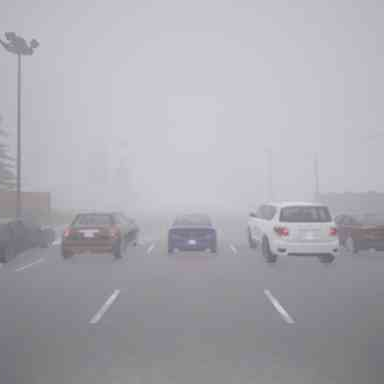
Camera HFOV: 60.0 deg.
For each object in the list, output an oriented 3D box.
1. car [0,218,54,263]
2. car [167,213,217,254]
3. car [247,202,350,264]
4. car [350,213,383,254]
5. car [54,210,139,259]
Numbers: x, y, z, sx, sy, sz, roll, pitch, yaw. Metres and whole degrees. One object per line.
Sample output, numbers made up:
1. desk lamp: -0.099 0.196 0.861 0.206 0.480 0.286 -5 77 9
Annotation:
1. car: -6.992 1.685 12.496 2.033 1.411 5.357 0 -1 0
2. car: 0.028 1.633 14.220 1.882 1.535 5.008 0 0 1
3. car: 3.509 1.363 12.550 2.150 2.045 5.566 0 0 0
4. car: 7.028 1.633 14.225 1.882 1.535 5.008 0 0 1
5. car: -3.478 1.498 13.410 2.097 1.767 4.553 0 -1 1
